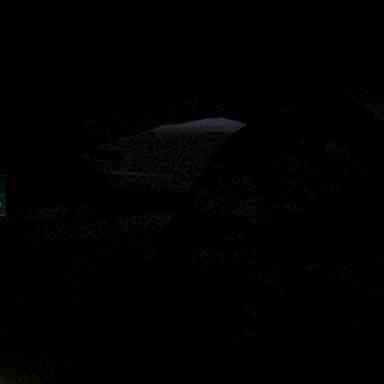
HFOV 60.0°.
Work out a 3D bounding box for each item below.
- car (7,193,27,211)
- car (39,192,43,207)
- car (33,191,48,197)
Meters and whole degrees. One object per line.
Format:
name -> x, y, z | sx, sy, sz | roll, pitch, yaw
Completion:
car -> -16.951, 1.077, 29.420 | 1.905, 1.878, 3.866 | 1, 1, 35
car -> -19.035, 1.168, 36.243 | 2.242, 1.667, 4.611 | 1, 1, 35
car -> -37.184, 0.445, 81.534 | 3.633, 1.501, 1.845 | 1, 1, 35
